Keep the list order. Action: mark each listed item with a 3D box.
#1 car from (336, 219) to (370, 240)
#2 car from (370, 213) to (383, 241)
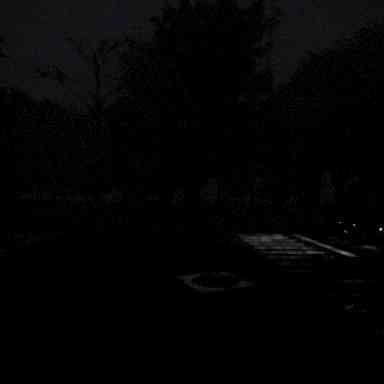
[{"bbox_3d":[10.070,1.739,17.123,4.718,1.301,1.895,1,0,-2],"label":"car"},{"bbox_3d":[10.382,1.739,13.875,4.718,1.301,1.895,1,0,-3],"label":"car"}]
